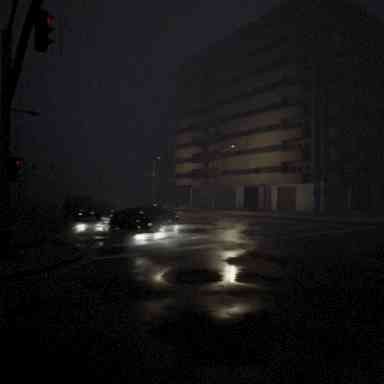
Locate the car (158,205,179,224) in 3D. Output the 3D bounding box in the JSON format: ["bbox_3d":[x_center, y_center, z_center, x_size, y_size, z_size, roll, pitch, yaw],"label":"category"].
[{"bbox_3d":[-3.181,1.715,26.338,2.033,1.411,5.357,1,0,-36],"label":"car"}]

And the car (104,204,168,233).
[{"bbox_3d":[-3.610,1.701,21.006,1.994,1.385,4.181,1,0,-36],"label":"car"}]

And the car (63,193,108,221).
[{"bbox_3d":[-9.749,1.356,29.393,2.150,2.045,5.566,1,0,-36],"label":"car"}]

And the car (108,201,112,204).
[{"bbox_3d":[-9.265,1.658,34.661,2.128,1.511,4.902,1,0,-36],"label":"car"}]
